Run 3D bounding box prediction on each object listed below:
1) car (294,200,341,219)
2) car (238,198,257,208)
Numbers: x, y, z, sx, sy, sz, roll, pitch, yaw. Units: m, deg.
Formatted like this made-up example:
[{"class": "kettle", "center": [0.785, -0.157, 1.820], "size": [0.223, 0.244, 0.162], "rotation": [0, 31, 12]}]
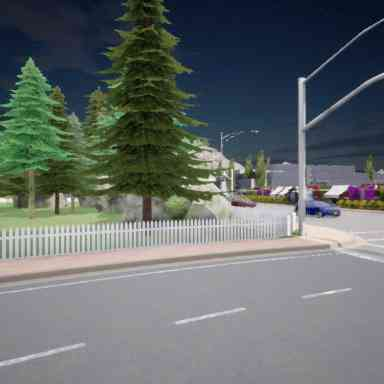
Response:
[{"class": "car", "center": [11.404, 1.533, 30.466], "size": [1.882, 1.535, 5.008], "rotation": [0, 0, -17]}, {"class": "car", "center": [7.037, 1.533, 45.181], "size": [1.882, 1.535, 5.008], "rotation": [0, 0, -16]}]
